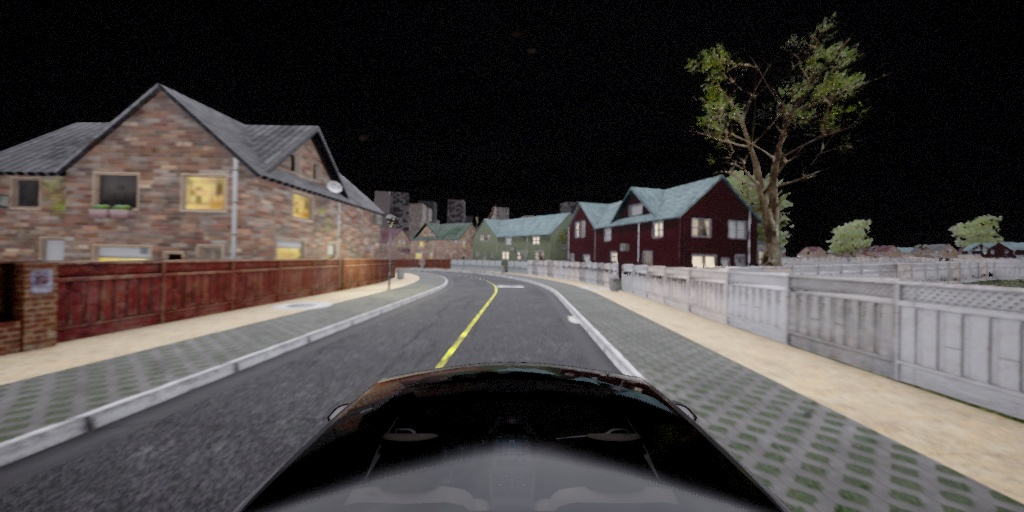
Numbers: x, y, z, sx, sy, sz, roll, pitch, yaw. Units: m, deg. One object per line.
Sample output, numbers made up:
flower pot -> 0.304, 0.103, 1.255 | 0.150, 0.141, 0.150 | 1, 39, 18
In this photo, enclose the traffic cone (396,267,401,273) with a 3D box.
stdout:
traffic cone -> -15.836, 1.764, 49.452 | 0.340, 0.580, 0.340 | 0, 0, 45
